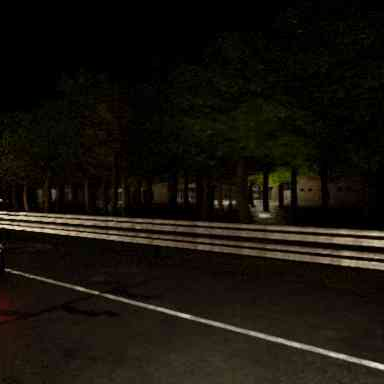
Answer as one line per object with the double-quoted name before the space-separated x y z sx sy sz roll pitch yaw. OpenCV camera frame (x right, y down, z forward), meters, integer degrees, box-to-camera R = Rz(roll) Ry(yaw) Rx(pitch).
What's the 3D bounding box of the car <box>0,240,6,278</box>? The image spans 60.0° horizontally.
"car" -7.083 1.445 9.048 4.553 1.767 2.097 -1 0 36
